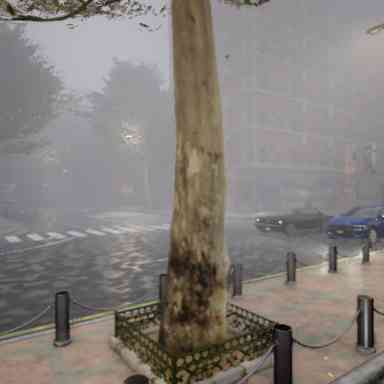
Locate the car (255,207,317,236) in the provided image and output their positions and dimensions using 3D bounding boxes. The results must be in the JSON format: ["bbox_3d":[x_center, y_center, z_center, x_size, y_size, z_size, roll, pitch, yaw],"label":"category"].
[{"bbox_3d":[5.558,1.510,17.784,4.718,1.301,1.895,0,0,-35],"label":"car"}]

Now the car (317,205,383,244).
[{"bbox_3d":[8.226,1.382,15.388,5.008,1.535,1.882,0,0,-35],"label":"car"}]
